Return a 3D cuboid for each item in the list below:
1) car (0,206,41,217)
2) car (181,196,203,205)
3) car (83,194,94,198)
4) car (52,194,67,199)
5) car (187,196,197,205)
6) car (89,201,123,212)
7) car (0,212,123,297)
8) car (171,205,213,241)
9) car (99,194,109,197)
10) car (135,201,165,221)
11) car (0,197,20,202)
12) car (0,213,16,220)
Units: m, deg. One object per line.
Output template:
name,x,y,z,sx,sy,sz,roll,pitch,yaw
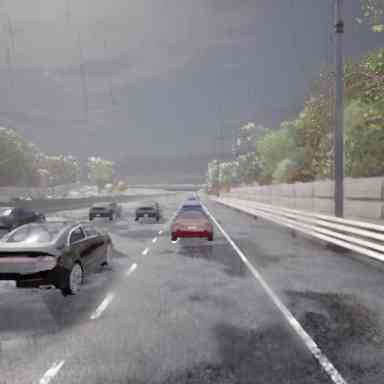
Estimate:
car,-10.389,1.537,19.268,2.033,1.411,5.357,0,0,0
car,0.018,1.465,31.090,1.882,1.535,5.008,0,0,0
car,-24.454,1.163,79.010,1.882,1.535,5.008,0,0,0
car,-31.454,1.042,79.044,2.097,1.767,4.553,0,0,0
car,0.034,1.531,61.744,1.837,1.490,4.892,0,0,0
car,-6.885,1.492,26.864,1.837,1.490,4.892,0,0,0
car,-3.397,1.486,8.567,2.128,1.511,4.902,0,0,0
car,0.009,1.553,16.771,1.994,1.385,4.181,0,0,0
car,-20.954,1.162,79.008,1.882,1.535,5.008,0,0,0
car,-3.385,1.492,26.860,1.837,1.490,4.892,0,0,0
car,-21.055,1.345,37.485,2.097,1.767,4.553,0,0,0
car,-6.909,1.521,8.881,1.812,1.442,4.674,0,0,0
